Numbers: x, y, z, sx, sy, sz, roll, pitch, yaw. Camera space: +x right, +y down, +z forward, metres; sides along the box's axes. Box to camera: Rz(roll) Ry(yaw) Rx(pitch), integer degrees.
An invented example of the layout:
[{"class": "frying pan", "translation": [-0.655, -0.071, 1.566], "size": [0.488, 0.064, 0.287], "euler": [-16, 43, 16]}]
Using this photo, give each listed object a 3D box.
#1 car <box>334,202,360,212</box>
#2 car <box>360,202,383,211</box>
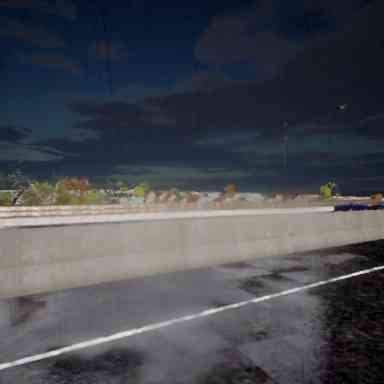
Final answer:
[{"class": "car", "translation": [18.302, 1.779, 38.048], "size": [4.718, 1.301, 1.895], "euler": [0, 0, -34]}, {"class": "car", "translation": [20.581, 1.728, 35.370], "size": [5.357, 1.411, 2.033], "euler": [0, 0, -34]}]
